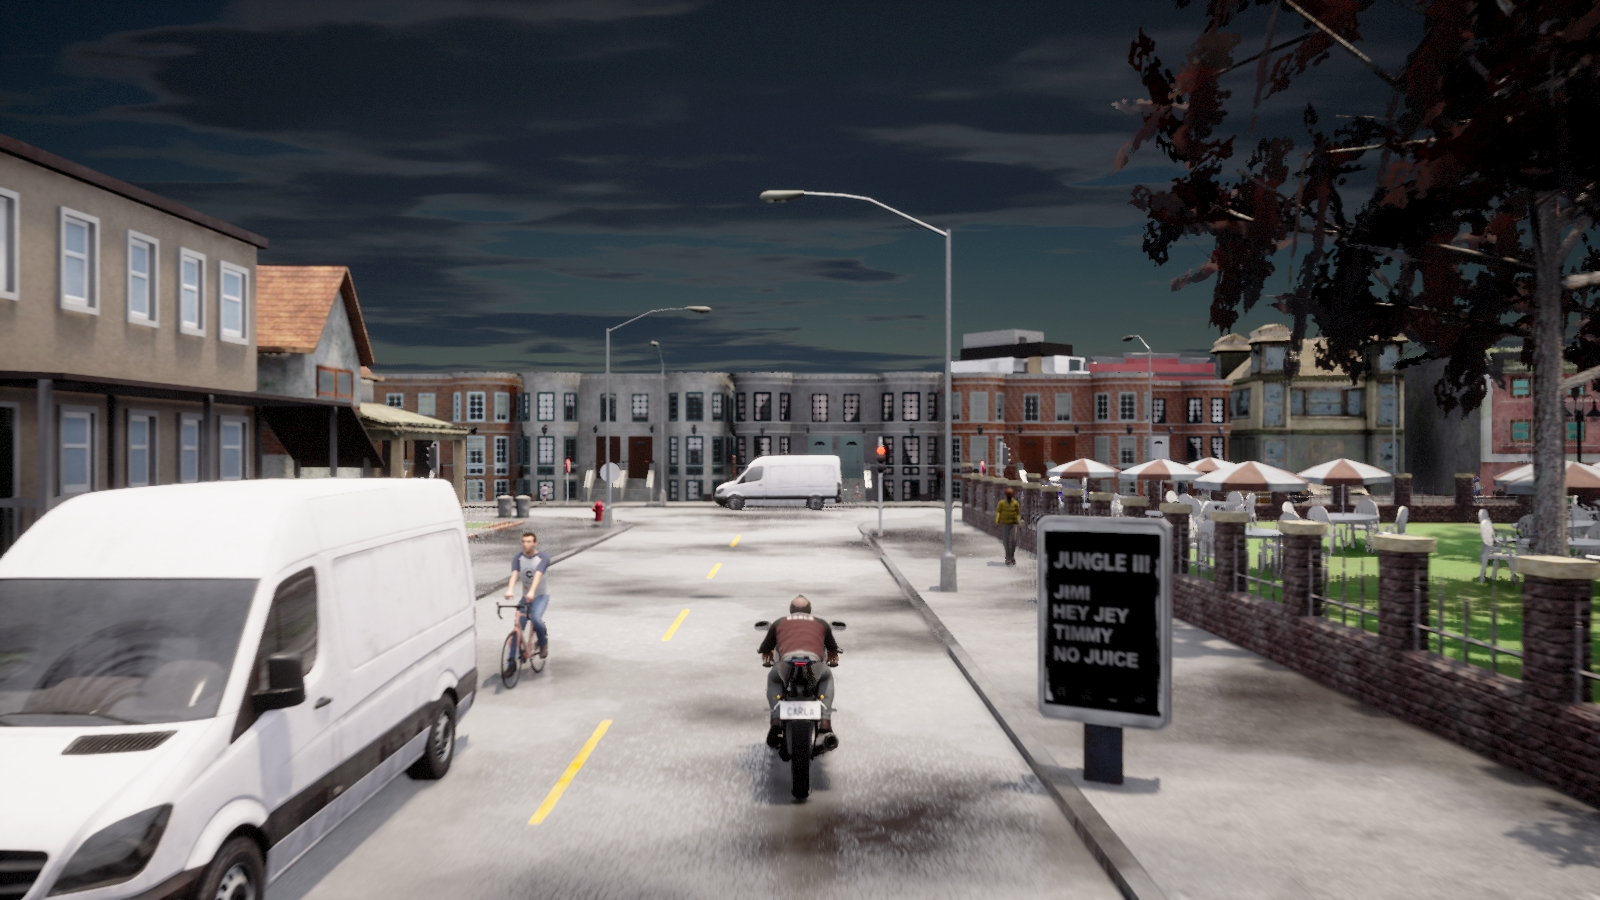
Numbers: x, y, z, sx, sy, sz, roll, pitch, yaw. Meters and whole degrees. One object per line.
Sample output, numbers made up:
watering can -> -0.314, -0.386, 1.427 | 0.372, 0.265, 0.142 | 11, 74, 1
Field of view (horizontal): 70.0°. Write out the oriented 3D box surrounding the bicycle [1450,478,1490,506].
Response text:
bicycle -> 31.116, 1.938, 53.061 | 1.643, 1.296, 0.373 | 0, 0, 0

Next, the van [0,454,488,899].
van -> -3.998, 1.315, 8.075 | 1.988, 2.561, 5.915 | 0, 0, 0

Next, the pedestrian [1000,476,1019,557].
pedestrian -> 4.846, 1.526, 26.442 | 0.375, 1.860, 0.375 | 0, 0, 2

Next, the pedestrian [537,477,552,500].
pedestrian -> -12.545, 1.907, 56.099 | 0.500, 1.100, 0.500 | 0, 0, 15

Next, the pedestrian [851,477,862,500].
pedestrian -> 2.811, 1.907, 56.791 | 0.500, 1.100, 0.500 | 0, 0, -4

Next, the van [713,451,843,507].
van -> -1.002, 1.317, 53.101 | 5.915, 2.561, 1.988 | 0, 0, 0
